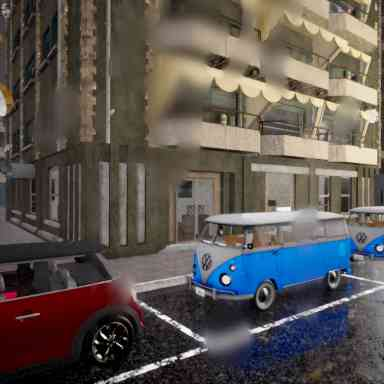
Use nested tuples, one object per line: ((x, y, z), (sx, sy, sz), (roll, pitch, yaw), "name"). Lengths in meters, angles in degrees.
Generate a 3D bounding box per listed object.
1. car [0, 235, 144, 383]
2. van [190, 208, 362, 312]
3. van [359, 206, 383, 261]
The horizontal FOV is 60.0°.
((-2.765, 1.440, 4.121), (4.097, 1.590, 1.967), (0, 0, -36), "car")
((1.860, 1.343, 7.435), (3.998, 1.788, 1.690), (0, 0, -36), "van")
((6.485, 1.346, 10.750), (3.998, 1.788, 1.690), (0, 0, -36), "van")
